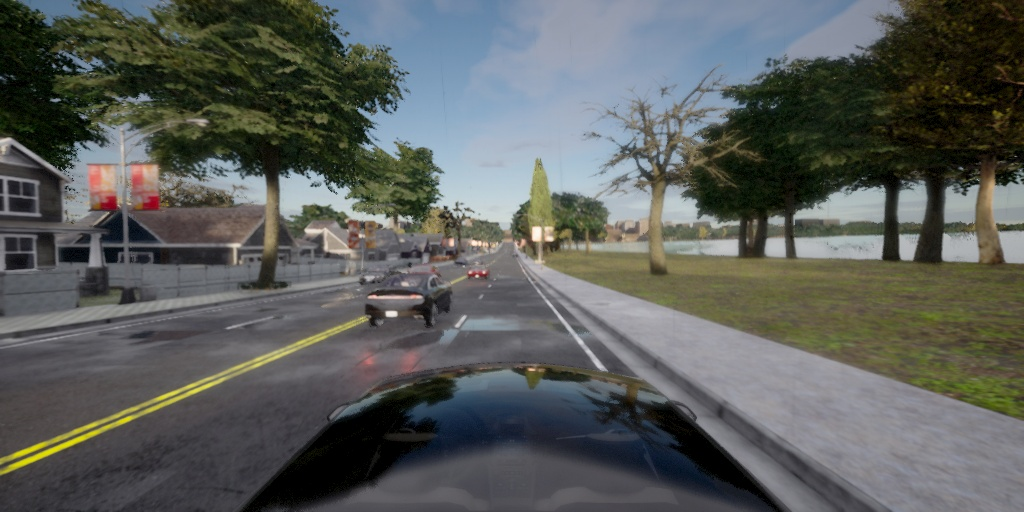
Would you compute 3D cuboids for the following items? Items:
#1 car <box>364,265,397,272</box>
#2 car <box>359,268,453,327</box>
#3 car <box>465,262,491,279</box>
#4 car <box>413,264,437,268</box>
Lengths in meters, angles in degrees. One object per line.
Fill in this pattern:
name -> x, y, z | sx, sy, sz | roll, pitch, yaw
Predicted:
car -> -9.812, 1.410, 27.069 | 2.128, 1.511, 4.902 | 0, 0, 0
car -> -3.144, 1.320, 11.818 | 2.128, 1.511, 4.902 | 0, 0, 0
car -> -3.103, 1.527, 34.536 | 1.895, 1.301, 4.718 | 0, 0, 0
car -> -6.562, 1.394, 26.629 | 1.882, 1.535, 5.008 | 0, 0, 0
